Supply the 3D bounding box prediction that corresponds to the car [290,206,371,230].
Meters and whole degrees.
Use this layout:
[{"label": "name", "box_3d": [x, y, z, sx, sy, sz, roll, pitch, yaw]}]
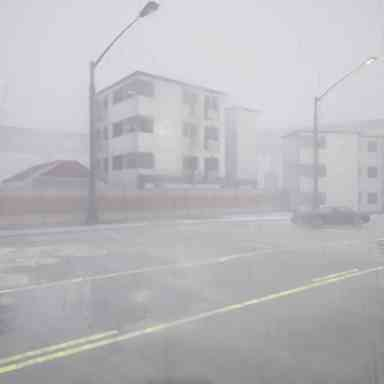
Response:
[{"label": "car", "box_3d": [8.605, 1.568, 20.847, 4.718, 1.301, 1.895, 0, 0, -17]}]
